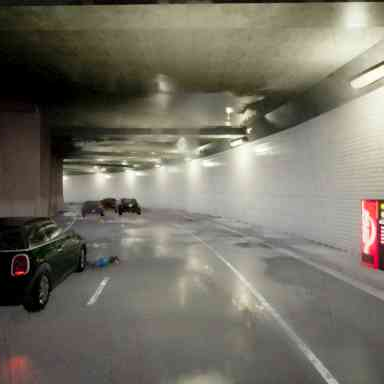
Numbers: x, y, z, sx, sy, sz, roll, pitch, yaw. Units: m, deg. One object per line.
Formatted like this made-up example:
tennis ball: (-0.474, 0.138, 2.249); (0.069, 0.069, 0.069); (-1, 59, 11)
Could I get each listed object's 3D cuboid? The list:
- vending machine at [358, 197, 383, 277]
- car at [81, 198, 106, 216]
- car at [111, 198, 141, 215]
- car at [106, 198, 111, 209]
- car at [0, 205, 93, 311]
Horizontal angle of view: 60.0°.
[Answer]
vending machine: (5.399, 1.195, 9.249); (1.100, 2.100, 0.880); (0, 0, -6)
car: (-9.620, 1.526, 31.900); (1.812, 1.442, 4.674); (0, 0, -20)
car: (-6.630, 1.352, 33.762); (2.097, 1.767, 4.553); (0, 0, -20)
car: (-10.659, 1.478, 42.693); (1.882, 1.535, 5.008); (0, 0, -28)
car: (-3.979, 1.352, 7.855); (2.097, 1.767, 4.553); (0, 0, -5)
